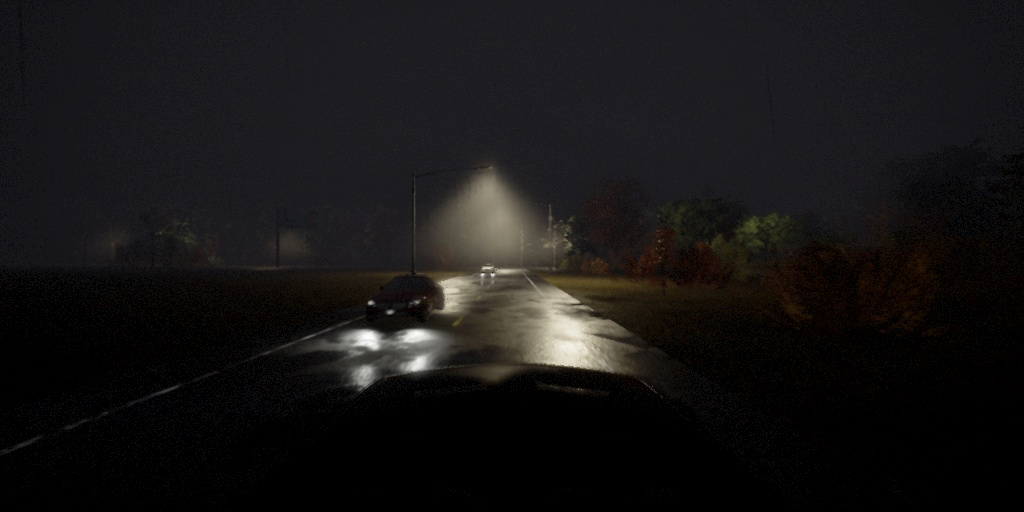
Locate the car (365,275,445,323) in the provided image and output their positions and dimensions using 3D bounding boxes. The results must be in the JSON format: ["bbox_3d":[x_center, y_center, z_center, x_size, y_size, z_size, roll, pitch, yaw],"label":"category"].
[{"bbox_3d":[-3.600,1.416,12.919,1.812,1.442,4.674,0,-1,0],"label":"car"}]

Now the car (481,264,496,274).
[{"bbox_3d":[-3.564,1.895,53.899,1.812,1.442,4.674,0,-1,0],"label":"car"}]
